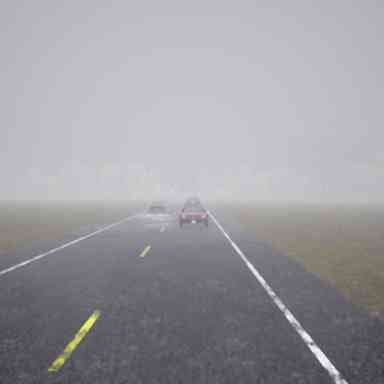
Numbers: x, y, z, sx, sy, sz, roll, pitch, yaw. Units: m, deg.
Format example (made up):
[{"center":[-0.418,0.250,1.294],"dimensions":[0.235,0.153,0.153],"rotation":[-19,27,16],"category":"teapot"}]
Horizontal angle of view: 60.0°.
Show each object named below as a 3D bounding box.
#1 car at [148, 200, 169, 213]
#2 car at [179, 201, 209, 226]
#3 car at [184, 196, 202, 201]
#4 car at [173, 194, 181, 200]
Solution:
[{"center":[-3.570,1.537,36.159],"dimensions":[1.895,1.301,4.718],"rotation":[0,0,0],"category":"car"},{"center":[0.115,1.560,22.936],"dimensions":[1.895,1.301,4.718],"rotation":[0,0,0],"category":"car"},{"center":[0.126,1.278,41.693],"dimensions":[2.097,1.767,4.553],"rotation":[0,0,0],"category":"car"},{"center":[-3.452,1.156,77.485],"dimensions":[1.812,1.442,4.674],"rotation":[0,0,0],"category":"car"}]
